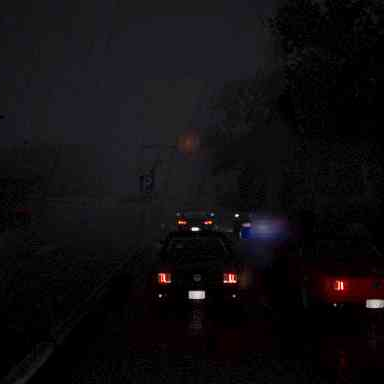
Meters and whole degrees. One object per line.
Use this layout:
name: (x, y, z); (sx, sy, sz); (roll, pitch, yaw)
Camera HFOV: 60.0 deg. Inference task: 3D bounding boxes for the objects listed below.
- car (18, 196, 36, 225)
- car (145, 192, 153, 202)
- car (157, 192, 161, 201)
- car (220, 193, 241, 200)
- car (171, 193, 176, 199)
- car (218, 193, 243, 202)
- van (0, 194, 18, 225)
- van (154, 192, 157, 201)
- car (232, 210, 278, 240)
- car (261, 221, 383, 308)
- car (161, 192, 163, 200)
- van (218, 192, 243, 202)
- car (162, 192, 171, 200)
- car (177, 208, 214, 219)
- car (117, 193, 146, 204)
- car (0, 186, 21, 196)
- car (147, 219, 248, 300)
car: (-13.627, 1.403, 23.549); (4.553, 1.767, 2.185); (-1, 0, -19)
car: (-10.797, 1.314, 64.348); (5.366, 1.575, 1.946); (-1, 0, -15)
car: (-10.010, 1.321, 73.311); (4.892, 1.521, 2.231); (-1, 0, -14)
car: (9.460, 1.128, 81.619); (4.553, 1.767, 2.185); (1, 0, -12)
car: (-8.000, 1.064, 88.296); (5.566, 2.045, 2.435); (-1, 0, -12)
car: (7.669, 1.141, 66.919); (4.553, 1.767, 2.185); (1, 0, -14)
van: (-13.602, 1.296, 20.572); (4.442, 1.987, 1.878); (-1, 0, -19)
van: (-10.238, 1.092, 70.340); (4.442, 1.987, 1.878); (-1, 0, -14)
car: (3.164, 1.588, 16.607); (1.994, 1.385, 4.181); (0, 0, 1)
car: (3.120, 1.611, 7.859); (1.895, 1.301, 4.718); (0, 0, 0)
car: (-9.637, 1.359, 76.306); (4.674, 1.452, 2.002); (-1, 0, -13)
van: (7.285, 1.042, 63.949); (4.442, 1.987, 1.878); (1, 0, -14)
car: (-8.450, 1.356, 85.290); (4.674, 1.452, 2.002); (-1, 0, -12)
car: (0.172, 1.552, 17.452); (1.812, 1.442, 4.674); (0, 0, 1)
car: (-11.442, 1.357, 61.356); (4.792, 1.488, 2.163); (-1, 0, -15)
car: (-28.163, 0.136, 52.224); (2.002, 1.452, 4.674); (6, -3, -19)
car: (0.110, 1.612, 8.350); (1.895, 1.301, 4.718); (0, 0, 0)
